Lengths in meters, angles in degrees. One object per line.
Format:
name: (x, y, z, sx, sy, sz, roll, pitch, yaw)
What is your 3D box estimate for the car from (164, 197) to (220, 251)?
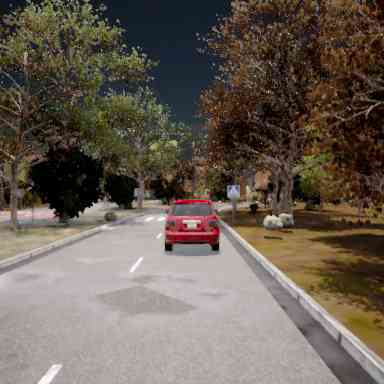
car: (0.000, 1.337, 14.688, 2.150, 2.045, 5.566, 0, 0, 0)

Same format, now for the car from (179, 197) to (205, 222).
car: (0.001, 1.446, 29.690, 2.150, 2.045, 5.566, 0, 0, 0)

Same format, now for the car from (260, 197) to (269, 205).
car: (16.810, 1.906, 72.520, 2.097, 1.767, 4.553, -1, -1, 43)
